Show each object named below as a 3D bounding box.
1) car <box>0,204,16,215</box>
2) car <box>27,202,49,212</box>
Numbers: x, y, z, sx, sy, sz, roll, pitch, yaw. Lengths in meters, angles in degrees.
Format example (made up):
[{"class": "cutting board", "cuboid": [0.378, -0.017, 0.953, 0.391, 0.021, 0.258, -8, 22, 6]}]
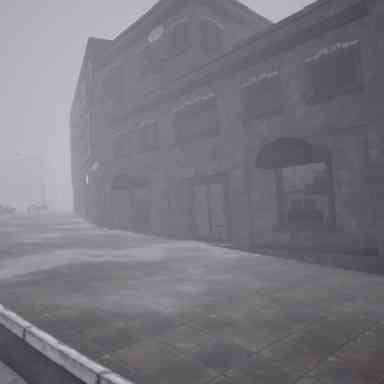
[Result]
[{"class": "car", "cuboid": [-23.214, 2.148, 40.301, 1.895, 1.301, 4.718, -3, -1, -4]}, {"class": "car", "cuboid": [-23.990, 2.274, 51.731, 1.812, 1.442, 4.674, -3, -1, -2]}]
